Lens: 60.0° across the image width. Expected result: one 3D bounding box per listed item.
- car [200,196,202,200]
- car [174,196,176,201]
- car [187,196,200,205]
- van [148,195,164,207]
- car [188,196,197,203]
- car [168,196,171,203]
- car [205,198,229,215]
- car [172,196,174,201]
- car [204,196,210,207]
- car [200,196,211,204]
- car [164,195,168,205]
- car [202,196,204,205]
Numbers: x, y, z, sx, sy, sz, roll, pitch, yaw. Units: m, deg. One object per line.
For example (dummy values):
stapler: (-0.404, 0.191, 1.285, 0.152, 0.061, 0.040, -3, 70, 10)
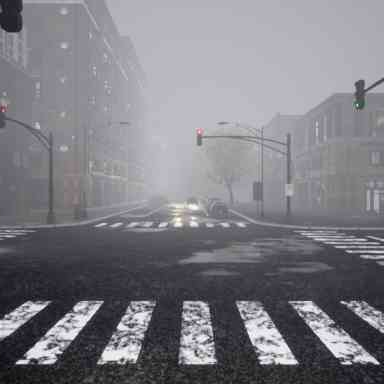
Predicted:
car: (2.755, 1.634, 62.109, 2.008, 1.369, 4.403, 0, 0, 0)
car: (-5.597, 1.687, 90.434, 1.752, 1.417, 4.829, 0, 0, 0)
car: (0.065, 1.556, 60.401, 1.882, 1.535, 5.008, 0, 0, 0)
van: (-5.638, 1.399, 50.726, 1.690, 1.788, 3.998, 0, 0, 0)
car: (0.075, 1.541, 70.818, 1.812, 1.442, 4.674, 0, 0, 0)
car: (-5.626, 1.398, 62.120, 2.192, 1.841, 5.009, 0, 0, 0)
car: (2.725, 1.580, 33.625, 2.008, 1.369, 4.403, 0, 0, 0)
car: (-5.614, 1.663, 73.513, 2.008, 1.369, 4.403, 0, 0, 0)
car: (2.731, 1.479, 39.323, 1.967, 1.590, 4.097, 0, 0, 0)
car: (2.760, 1.537, 67.806, 1.967, 1.590, 4.097, 0, 0, 0)
car: (-5.632, 1.652, 56.423, 1.802, 1.307, 4.206, 0, 0, 0)
car: (2.737, 1.488, 45.019, 1.967, 1.590, 4.097, 0, 0, 0)
